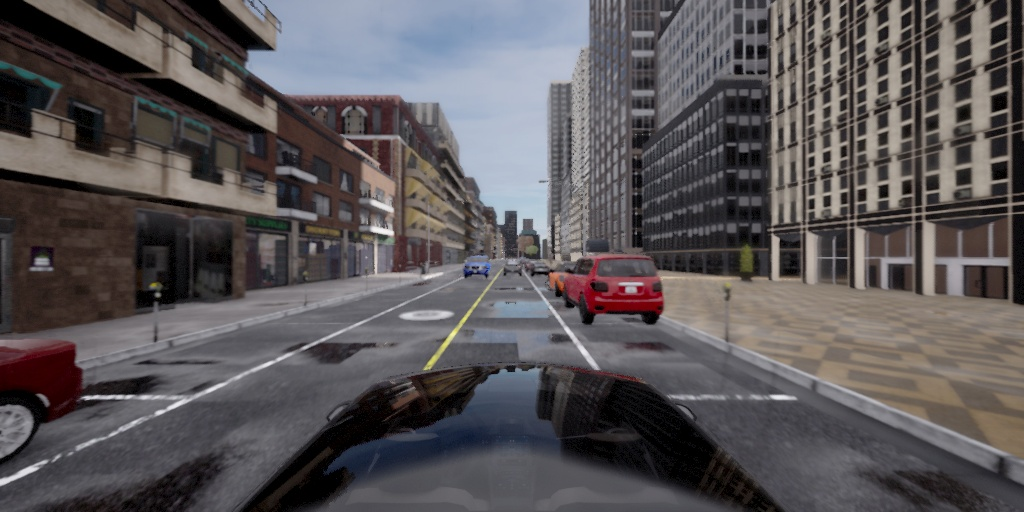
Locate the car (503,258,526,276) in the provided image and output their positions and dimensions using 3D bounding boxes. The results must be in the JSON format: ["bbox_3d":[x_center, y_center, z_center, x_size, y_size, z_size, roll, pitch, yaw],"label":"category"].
[{"bbox_3d":[0.070,1.235,36.538,2.128,1.511,4.902,0,0,0],"label":"car"}]

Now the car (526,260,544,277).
[{"bbox_3d":[2.688,1.308,35.237,1.948,1.339,4.313,0,0,0],"label":"car"}]

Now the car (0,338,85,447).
[{"bbox_3d":[-5.688,1.295,2.099,1.888,1.381,4.507,0,0,0],"label":"car"}]

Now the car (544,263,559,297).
[{"bbox_3d":[3.111,1.095,18.978,2.097,1.767,4.553,0,0,0],"label":"car"}]

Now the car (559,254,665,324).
[{"bbox_3d":[3.106,0.973,12.038,2.150,2.045,5.566,0,0,0],"label":"car"}]

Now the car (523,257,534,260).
[{"bbox_3d":[2.687,1.187,46.282,1.967,1.591,4.097,0,0,0],"label":"car"}]

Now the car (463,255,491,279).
[{"bbox_3d":[-3.100,0.964,33.078,2.150,2.045,5.566,0,0,0],"label":"car"}]
